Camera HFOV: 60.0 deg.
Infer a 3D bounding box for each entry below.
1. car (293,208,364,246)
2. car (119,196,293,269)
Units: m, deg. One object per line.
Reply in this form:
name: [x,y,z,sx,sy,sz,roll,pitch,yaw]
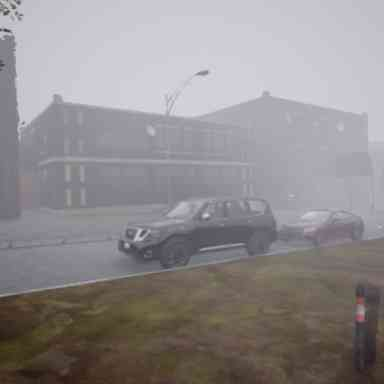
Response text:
car: [5.921,1.481,14.917,4.674,1.452,2.002,0,0,-35]
car: [0.436,1.177,10.993,5.566,2.045,2.435,0,0,-35]
